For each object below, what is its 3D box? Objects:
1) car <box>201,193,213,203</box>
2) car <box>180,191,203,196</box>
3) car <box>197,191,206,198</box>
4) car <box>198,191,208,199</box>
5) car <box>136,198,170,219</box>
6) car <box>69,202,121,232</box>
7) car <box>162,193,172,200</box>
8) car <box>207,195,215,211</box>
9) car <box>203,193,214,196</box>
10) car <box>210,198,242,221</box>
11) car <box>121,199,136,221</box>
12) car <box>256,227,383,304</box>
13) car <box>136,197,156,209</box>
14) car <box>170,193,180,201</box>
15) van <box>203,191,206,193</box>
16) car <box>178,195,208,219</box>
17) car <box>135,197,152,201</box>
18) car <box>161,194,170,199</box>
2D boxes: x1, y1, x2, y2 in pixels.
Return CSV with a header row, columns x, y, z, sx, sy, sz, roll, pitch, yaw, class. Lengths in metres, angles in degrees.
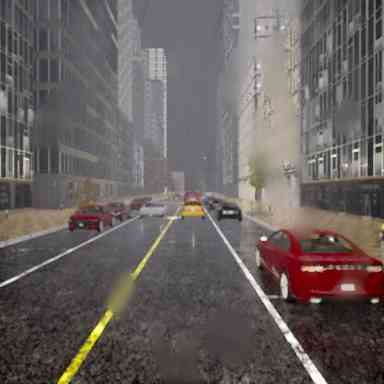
x,y,z,sx,sy,sz,roll,pitch,yaw,class
2.660,1.061,59.191,1.967,1.590,4.097,0,0,0,car
0.023,0.940,44.428,2.150,2.045,5.566,0,0,2,car
2.641,0.683,93.342,2.192,1.841,5.009,0,0,0,car
2.648,0.769,81.958,2.192,1.841,5.009,0,0,0,car
-3.115,1.435,27.376,1.895,1.301,4.718,0,0,0,car
-5.699,1.430,19.348,1.887,1.381,4.507,0,0,0,car
-5.731,1.048,76.275,2.008,1.369,4.403,0,0,0,car
2.672,1.342,36.423,1.947,1.339,4.313,0,0,0,car
2.666,1.266,47.807,1.947,1.339,4.313,0,0,0,car
2.678,1.415,25.039,1.947,1.339,4.313,0,0,0,car
-5.702,1.431,25.042,1.802,1.307,4.206,0,0,0,car
2.688,1.498,7.962,1.887,1.381,4.507,0,0,0,car
-5.712,1.305,42.119,1.947,1.339,4.313,0,0,0,car
-3.039,1.073,68.778,1.812,1.442,4.674,0,0,0,car
2.663,1.002,53.499,1.690,1.788,3.998,0,0,0,van
0.082,1.291,27.035,1.801,1.575,5.366,0,0,0,car
-5.708,1.321,36.426,1.887,1.381,4.507,0,0,0,car
-5.728,1.066,70.411,1.752,1.417,4.829,0,0,0,car
